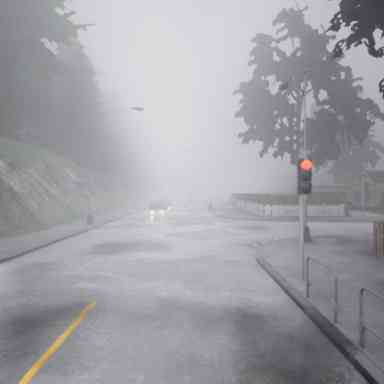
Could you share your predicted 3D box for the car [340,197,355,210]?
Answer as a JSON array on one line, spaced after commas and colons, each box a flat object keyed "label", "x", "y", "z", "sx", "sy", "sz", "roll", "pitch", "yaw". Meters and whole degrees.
[{"label": "car", "x": 15.803, "y": 1.275, "z": 35.826, "sx": 1.994, "sy": 1.381, "sz": 4.181, "roll": 0, "pitch": 0, "yaw": 0}]

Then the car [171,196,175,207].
[{"label": "car", "x": -4.063, "y": 1.526, "z": 50.952, "sx": 1.994, "sy": 1.385, "sz": 4.181, "roll": 0, "pitch": 0, "yaw": 0}]

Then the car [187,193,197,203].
[{"label": "car", "x": 0.031, "y": 1.478, "z": 67.359, "sx": 1.812, "sy": 1.442, "sz": 4.674, "roll": 0, "pitch": 0, "yaw": 0}]

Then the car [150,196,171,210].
[{"label": "car", "x": -4.069, "y": 1.535, "z": 41.512, "sx": 1.994, "sy": 1.385, "sz": 4.181, "roll": 0, "pitch": 0, "yaw": 0}]

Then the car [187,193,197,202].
[{"label": "car", "x": 0.036, "y": 1.160, "z": 77.592, "sx": 2.150, "sy": 2.045, "sz": 5.566, "roll": 0, "pitch": 0, "yaw": 0}]

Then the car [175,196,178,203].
[{"label": "car", "x": -3.968, "y": 1.477, "z": 69.157, "sx": 1.812, "sy": 1.442, "sz": 4.674, "roll": 0, "pitch": 0, "yaw": 0}]
